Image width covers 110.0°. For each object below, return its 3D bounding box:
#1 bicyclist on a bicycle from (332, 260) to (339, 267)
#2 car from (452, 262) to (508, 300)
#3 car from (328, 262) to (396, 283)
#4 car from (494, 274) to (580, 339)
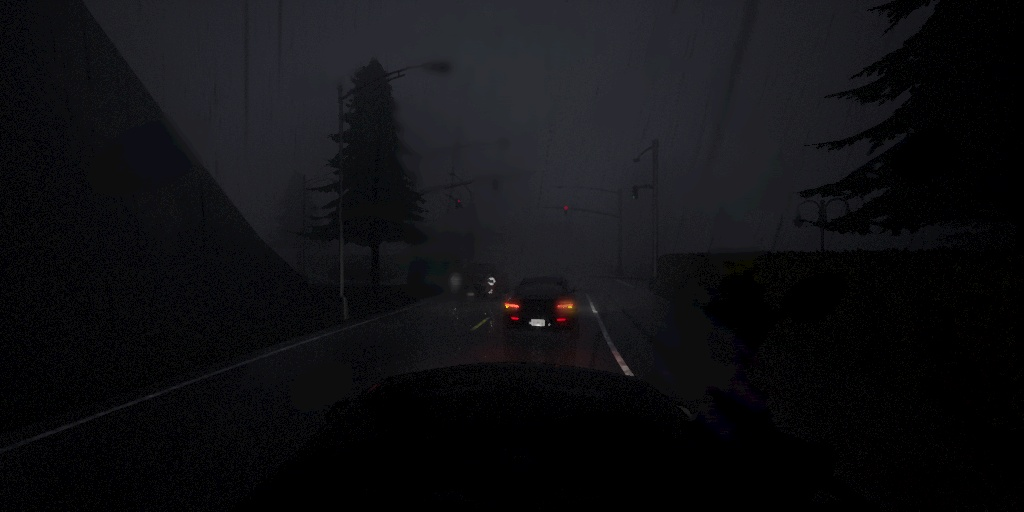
[{"bbox_3d":[-17.376,1.203,35.307,0.582,1.620,1.656,0,0,8],"label":"bicyclist on a bicycle"},{"bbox_3d":[-1.407,1.102,17.628,2.097,1.767,4.553,0,0,8],"label":"car"},{"bbox_3d":[-11.364,1.228,27.266,5.008,1.535,1.882,0,0,9],"label":"car"},{"bbox_3d":[0.916,1.276,10.034,1.812,1.442,4.674,0,0,9],"label":"car"}]
